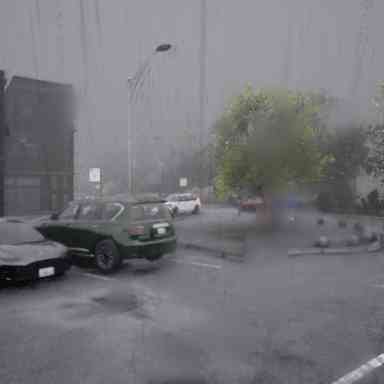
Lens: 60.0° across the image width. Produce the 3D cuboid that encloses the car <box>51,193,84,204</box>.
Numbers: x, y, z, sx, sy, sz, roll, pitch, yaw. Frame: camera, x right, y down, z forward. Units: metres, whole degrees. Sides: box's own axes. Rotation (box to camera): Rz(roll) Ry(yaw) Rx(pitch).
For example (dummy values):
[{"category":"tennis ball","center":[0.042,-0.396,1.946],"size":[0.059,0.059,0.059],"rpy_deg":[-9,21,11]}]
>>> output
[{"category":"car","center":[-24.763,1.241,66.365],"size":[2.435,2.045,5.566],"rpy_deg":[-1,0,36]}]

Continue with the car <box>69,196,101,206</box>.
[{"category":"car","center":[-18.050,1.500,56.397],"size":[2.163,1.488,4.792],"rpy_deg":[-1,0,36]}]

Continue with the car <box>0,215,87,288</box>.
[{"category":"car","center":[-5.409,1.515,9.204],"size":[4.792,1.488,2.163],"rpy_deg":[-1,-1,34]}]

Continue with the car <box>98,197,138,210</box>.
[{"category":"car","center":[-9.672,1.460,43.913],"size":[2.097,1.535,5.008],"rpy_deg":[0,1,36]}]

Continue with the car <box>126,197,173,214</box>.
[{"category":"car","center":[-4.525,1.452,36.596],"size":[1.946,1.575,5.366],"rpy_deg":[-1,0,36]}]

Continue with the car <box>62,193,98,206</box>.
[{"category":"car","center":[-19.725,1.223,58.886],"size":[2.435,2.045,5.566],"rpy_deg":[-1,0,36]}]

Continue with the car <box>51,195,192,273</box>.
[{"category":"car","center":[-3.058,1.229,10.931],"size":[5.566,2.045,2.435],"rpy_deg":[-1,0,35]}]

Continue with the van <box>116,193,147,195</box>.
[{"category":"van","center":[-8.067,1.235,41.322],"size":[1.878,1.987,4.442],"rpy_deg":[0,1,36]}]

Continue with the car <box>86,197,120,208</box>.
[{"category":"car","center":[-13.037,1.503,48.894],"size":[2.002,1.452,4.674],"rpy_deg":[-1,0,36]}]

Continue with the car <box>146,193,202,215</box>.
[{"category":"car","center":[-1.270,1.205,31.441],"size":[2.435,2.045,5.566],"rpy_deg":[0,1,36]}]

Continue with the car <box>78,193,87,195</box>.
[{"category":"car","center":[-14.690,1.338,51.408],"size":[2.185,1.767,4.553],"rpy_deg":[0,1,36]}]

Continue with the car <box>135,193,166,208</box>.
[{"category":"car","center":[-6.018,1.187,47.944],"size":[2.150,2.045,5.566],"rpy_deg":[0,0,-34]}]

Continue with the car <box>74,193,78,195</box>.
[{"category":"car","center":[-16.364,1.341,53.899],"size":[2.185,1.767,4.553],"rpy_deg":[0,1,36]}]

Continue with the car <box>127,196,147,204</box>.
[{"category":"car","center":[-10.246,1.475,61.633],"size":[1.837,1.490,4.892],"rpy_deg":[0,0,-34]}]

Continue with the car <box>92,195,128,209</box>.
[{"category":"car","center":[-11.385,1.336,46.380],"size":[2.185,1.767,4.553],"rpy_deg":[-1,0,36]}]

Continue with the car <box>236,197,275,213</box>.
[{"category":"car","center":[6.833,1.308,36.371],"size":[2.097,1.767,4.553],"rpy_deg":[0,0,-33]}]
